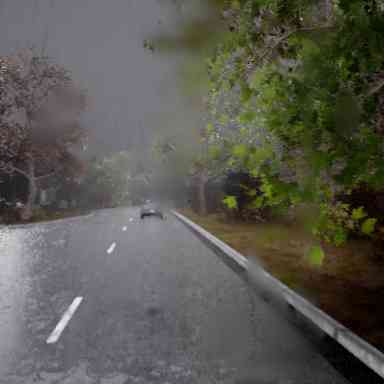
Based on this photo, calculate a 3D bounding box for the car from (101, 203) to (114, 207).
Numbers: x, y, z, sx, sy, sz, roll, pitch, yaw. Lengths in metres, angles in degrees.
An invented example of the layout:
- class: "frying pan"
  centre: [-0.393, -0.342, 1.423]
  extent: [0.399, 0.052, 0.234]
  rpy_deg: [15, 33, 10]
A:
- class: "car"
  centre: [-21.422, 3.109, 83.855]
  extent: [4.181, 1.385, 1.994]
  rpy_deg: [-1, -2, 5]

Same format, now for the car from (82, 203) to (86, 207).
- class: "car"
  centre: [-25.702, 3.105, 80.592]
  extent: [4.718, 1.301, 1.895]
  rpy_deg: [-1, -2, -3]

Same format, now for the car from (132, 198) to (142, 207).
- class: "car"
  centre: [-11.977, 2.419, 78.301]
  extent: [2.150, 2.045, 5.566]
  rpy_deg: [1, -3, -40]

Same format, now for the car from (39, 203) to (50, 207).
- class: "car"
  centre: [-36.123, 3.346, 82.312]
  extent: [4.718, 1.301, 1.895]
  rpy_deg: [-1, -2, -3]

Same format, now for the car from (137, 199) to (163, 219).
- class: "car"
  centre: [-3.624, 1.598, 30.015]
  extent: [1.994, 1.385, 4.181]
  rpy_deg: [-1, -1, -7]
